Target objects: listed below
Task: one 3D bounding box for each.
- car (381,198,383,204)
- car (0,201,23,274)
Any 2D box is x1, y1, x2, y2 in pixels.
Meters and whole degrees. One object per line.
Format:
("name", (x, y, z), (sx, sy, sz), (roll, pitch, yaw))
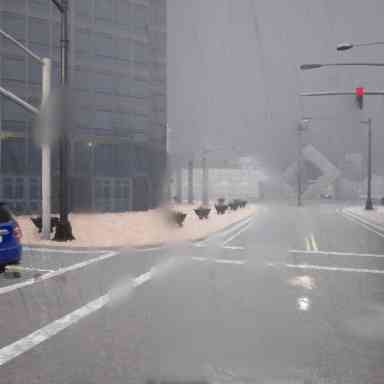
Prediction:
("car", (34.971, 1.437, 57.661), (4.892, 1.490, 1.837), (0, 1, -24))
("car", (-7.021, 1.191, 8.404), (5.566, 2.045, 2.150), (0, 0, 18))
